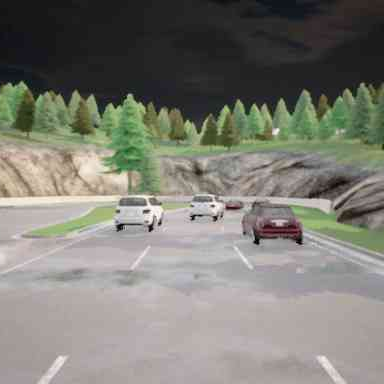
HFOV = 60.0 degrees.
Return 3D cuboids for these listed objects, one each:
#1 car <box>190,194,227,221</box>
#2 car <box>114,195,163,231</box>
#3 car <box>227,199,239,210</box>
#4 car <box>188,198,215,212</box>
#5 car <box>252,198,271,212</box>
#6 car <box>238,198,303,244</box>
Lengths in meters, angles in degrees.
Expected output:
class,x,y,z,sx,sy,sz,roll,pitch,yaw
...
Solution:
class,x,y,z,sx,sy,sz,roll,pitch,yaw
car,1.319,1.219,27.522,2.150,2.045,5.566,0,0,12
car,-3.152,1.220,20.661,2.150,2.045,5.566,0,0,3
car,5.414,1.560,42.137,1.994,1.385,4.181,0,0,16
car,1.192,1.488,40.128,2.128,1.511,4.902,0,0,16
car,8.301,1.474,39.546,1.882,1.535,5.008,0,0,16
car,3.674,1.351,15.930,2.097,1.767,4.553,0,0,1
